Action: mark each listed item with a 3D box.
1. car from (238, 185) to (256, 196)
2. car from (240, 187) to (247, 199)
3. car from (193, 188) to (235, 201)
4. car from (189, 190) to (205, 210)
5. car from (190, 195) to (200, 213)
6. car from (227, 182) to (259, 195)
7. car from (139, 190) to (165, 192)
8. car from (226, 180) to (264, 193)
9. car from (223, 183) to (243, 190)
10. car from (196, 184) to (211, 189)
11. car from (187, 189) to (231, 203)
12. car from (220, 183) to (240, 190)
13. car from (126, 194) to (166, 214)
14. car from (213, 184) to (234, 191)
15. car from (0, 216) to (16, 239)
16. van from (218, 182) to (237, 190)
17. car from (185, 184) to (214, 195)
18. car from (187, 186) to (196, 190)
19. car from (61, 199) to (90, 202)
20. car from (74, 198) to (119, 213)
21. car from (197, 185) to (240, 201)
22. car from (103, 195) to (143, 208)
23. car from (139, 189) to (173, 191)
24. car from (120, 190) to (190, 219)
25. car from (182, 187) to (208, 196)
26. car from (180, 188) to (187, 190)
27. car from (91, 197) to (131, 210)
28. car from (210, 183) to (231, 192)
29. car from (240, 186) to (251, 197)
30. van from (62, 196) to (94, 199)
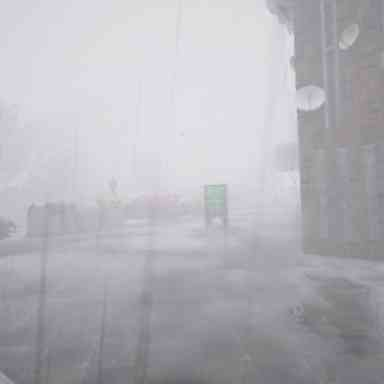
[{"bbox_3d":[6.995,0.158,52.108,4.674,1.452,2.002,-2,2,23],"label":"car"},{"bbox_3d":[4.654,0.474,46.591,4.792,1.488,2.163,-2,2,23],"label":"car"},{"bbox_3d":[2.361,0.760,41.325,4.892,1.521,2.231,-2,2,23],"label":"car"},{"bbox_3d":[-1.212,1.118,33.131,4.553,1.767,2.185,-2,2,23],"label":"car"},{"bbox_3d":[-2.290,1.374,30.525,5.008,1.535,2.097,-2,2,23],"label":"car"},{"bbox_3d":[8.119,-0.166,54.809,4.553,1.767,2.185,-2,2,23],"label":"car"},{"bbox_3d":[-7.136,0.983,50.425,5.008,1.535,2.097,-2,2,23],"label":"car"},{"bbox_3d":[9.277,-0.447,57.361,5.566,2.045,2.435,-2,2,23],"label":"car"},{"bbox_3d":[11.615,-1.605,93.983,4.892,1.521,2.231,-2,2,23],"label":"car"},{"bbox_3d":[3.046,-0.145,62.384,2.097,1.767,4.553,-2,2,24],"label":"car"},{"bbox_3d":[1.315,0.916,38.444,5.366,1.575,1.946,-2,2,23],"label":"car"},{"bbox_3d":[10.500,-1.452,91.425,4.892,1.521,2.231,-2,2,23],"label":"car"},{"bbox_3d":[-4.898,1.228,36.024,2.097,1.767,4.553,-2,2,23],"label":"car"},{"bbox_3d":[8.256,-1.143,86.182,5.008,1.535,2.097,-2,2,23],"label":"car"},{"bbox_3d":[-10.855,1.686,16.888,2.097,1.767,4.553,-2,-1,-5],"label":"car"},{"bbox_3d":[9.497,-1.531,88.807,4.442,1.987,1.878,-2,2,23],"label":"van"},{"bbox_3d":[1.642,-0.485,70.927,5.566,2.045,2.435,-2,2,23],"label":"car"},{"bbox_3d":[-0.559,-0.055,65.810,4.553,1.767,2.185,-2,2,23],"label":"car"},{"bbox_3d":[-13.760,1.866,35.040,4.892,1.521,2.231,-2,1,23],"label":"car"},{"bbox_3d":[-11.558,1.594,40.184,4.892,1.521,2.231,-2,2,23],"label":"car"},{"bbox_3d":[3.487,0.479,43.890,4.553,1.767,2.185,-2,2,23],"label":"car"},{"bbox_3d":[-9.390,1.296,45.187,4.892,1.521,2.231,-2,2,23],"label":"car"},{"bbox_3d":[-6.026,0.579,52.971,5.566,2.045,2.435,-2,2,23],"label":"car"},{"bbox_3d":[-3.499,1.237,27.830,5.566,2.045,2.435,-2,1,23],"label":"car"},{"bbox_3d":[0.554,-0.052,68.376,4.792,1.488,2.163,-2,2,23],"label":"car"},{"bbox_3d":[-3.917,0.409,58.008,4.553,1.767,2.185,-2,2,23],"label":"car"},{"bbox_3d":[-10.450,1.480,42.743,4.674,1.452,2.002,-2,2,23],"label":"car"},{"bbox_3d":[7.162,-1.121,83.743,4.553,1.767,2.185,-2,2,23],"label":"car"},{"bbox_3d":[5.785,0.325,49.299,4.674,1.452,2.002,-2,2,23],"label":"car"},{"bbox_3d":[-12.561,1.509,37.566,4.442,1.987,1.878,-2,2,23],"label":"van"}]
